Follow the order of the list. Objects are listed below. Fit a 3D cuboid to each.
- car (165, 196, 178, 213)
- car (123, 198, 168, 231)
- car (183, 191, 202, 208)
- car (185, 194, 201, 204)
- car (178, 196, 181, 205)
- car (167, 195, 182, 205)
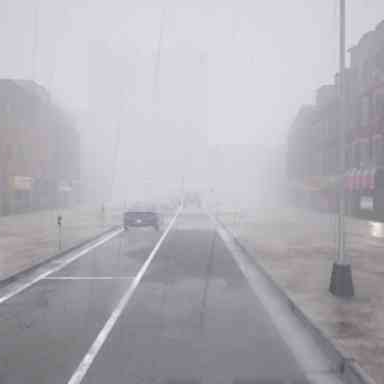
[{"bbox_3d":[-2.607,1.336,32.961,1.802,1.307,4.206,0,0,0],"label":"car"},{"bbox_3d":[-2.731,1.332,19.599,1.882,1.535,5.008,0,0,0],"label":"car"},{"bbox_3d":[0.077,0.909,41.136,2.150,2.045,5.566,0,0,2],"label":"car"},{"bbox_3d":[0.210,1.093,53.436,2.128,1.511,4.902,0,0,5],"label":"car"},{"bbox_3d":[-2.602,1.279,38.413,1.947,1.339,4.313,0,0,0],"label":"car"},{"bbox_3d":[-2.591,1.198,49.317,1.947,1.339,4.313,0,0,0],"label":"car"}]
